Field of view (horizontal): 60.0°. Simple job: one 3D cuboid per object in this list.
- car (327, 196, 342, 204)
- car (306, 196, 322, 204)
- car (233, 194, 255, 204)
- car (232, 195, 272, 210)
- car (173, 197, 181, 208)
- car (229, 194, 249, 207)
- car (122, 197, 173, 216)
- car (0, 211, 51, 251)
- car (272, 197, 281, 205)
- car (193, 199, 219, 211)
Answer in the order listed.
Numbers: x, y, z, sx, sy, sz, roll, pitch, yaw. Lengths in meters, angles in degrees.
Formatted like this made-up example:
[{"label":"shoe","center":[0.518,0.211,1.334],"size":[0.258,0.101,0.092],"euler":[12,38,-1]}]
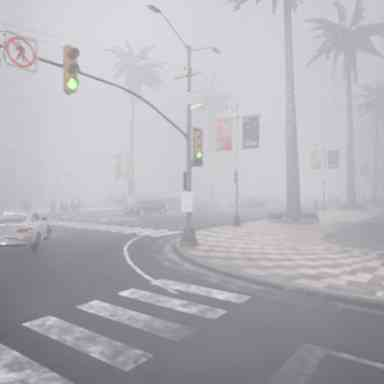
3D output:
[{"label":"car","center":[25.870,1.435,60.549],"size":[1.812,1.442,4.674],"euler":[0,0,35]},{"label":"car","center":[22.909,1.459,62.444],"size":[1.994,1.385,4.181],"euler":[0,0,35]},{"label":"car","center":[9.668,1.213,61.342],"size":[2.185,1.767,4.553],"euler":[0,0,35]},{"label":"car","center":[7.403,1.456,40.705],"size":[2.033,1.411,5.357],"euler":[0,0,36]},{"label":"car","center":[-3.204,1.383,43.584],"size":[2.161,1.482,4.786],"euler":[0,0,35]},{"label":"car","center":[6.949,1.244,46.385],"size":[2.097,1.767,4.553],"euler":[0,0,36]},{"label":"car","center":[-4.258,1.407,30.839],"size":[1.837,1.490,4.892],"euler":[0,0,36]},{"label":"car","center":[-6.943,1.468,13.370],"size":[1.812,1.442,4.674],"euler":[-1,0,-16]},{"label":"car","center":[12.813,1.488,54.468],"size":[1.895,1.301,4.718],"euler":[0,0,36]},{"label":"car","center":[1.159,1.498,38.361],"size":[1.895,1.301,4.718],"euler":[0,0,36]}]
